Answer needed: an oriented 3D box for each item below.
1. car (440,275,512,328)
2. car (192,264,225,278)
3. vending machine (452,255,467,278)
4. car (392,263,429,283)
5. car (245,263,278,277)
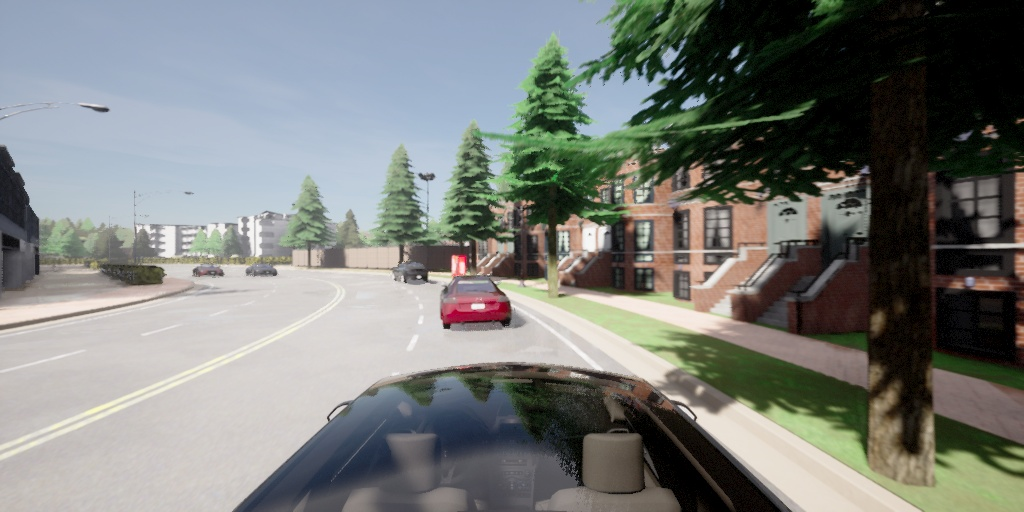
[{"bbox_3d":[-1.287,1.300,11.441,1.994,1.385,4.181,0,0,-11],"label":"car"},{"bbox_3d":[-30.879,1.468,36.427,4.181,1.385,1.994,0,0,40],"label":"car"},{"bbox_3d":[-4.324,0.912,29.600,1.100,2.100,0.880,0,0,-32],"label":"vending machine"},{"bbox_3d":[-7.922,1.253,27.715,1.837,1.490,4.892,0,0,-31],"label":"car"},{"bbox_3d":[-25.570,1.427,36.564,4.181,1.385,1.994,0,0,40],"label":"car"}]
